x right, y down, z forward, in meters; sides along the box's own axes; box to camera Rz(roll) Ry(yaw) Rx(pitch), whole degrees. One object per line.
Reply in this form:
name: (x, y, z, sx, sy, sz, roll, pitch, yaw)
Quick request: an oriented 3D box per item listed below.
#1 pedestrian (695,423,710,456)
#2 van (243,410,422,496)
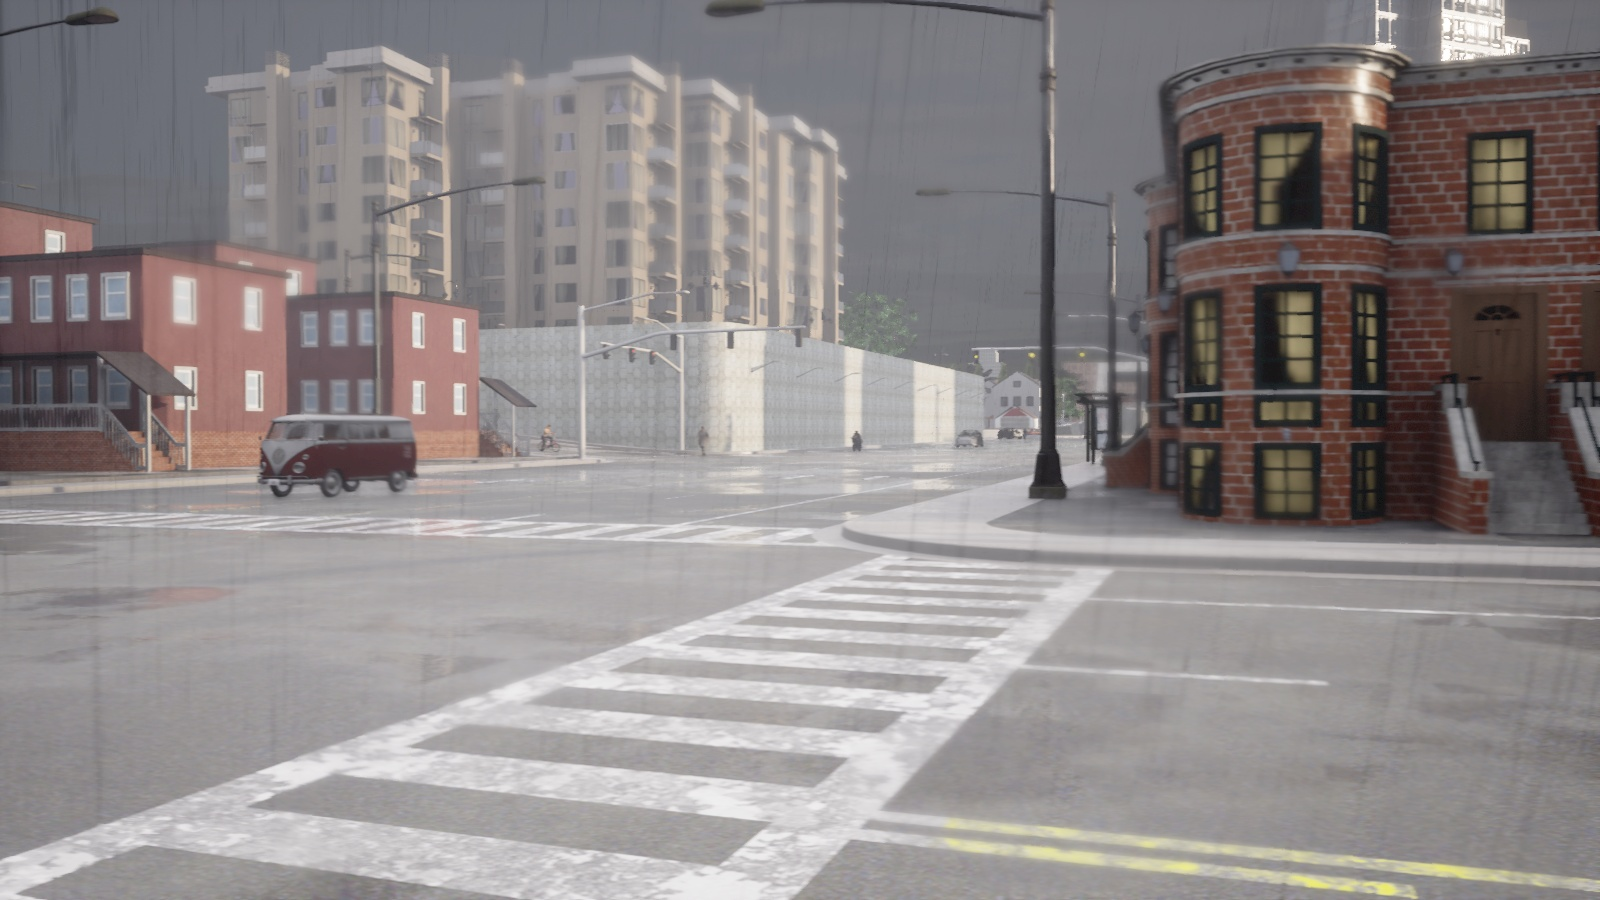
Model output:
pedestrian: (-5.824, -0.638, 74.989, 0.659, 1.952, 0.873, 0, 1, 9)
van: (-11.501, 0.035, 31.266, 1.775, 1.987, 4.442, 1, 1, 19)
